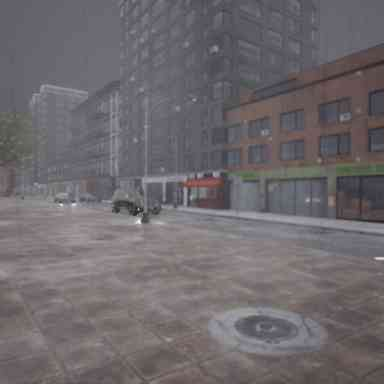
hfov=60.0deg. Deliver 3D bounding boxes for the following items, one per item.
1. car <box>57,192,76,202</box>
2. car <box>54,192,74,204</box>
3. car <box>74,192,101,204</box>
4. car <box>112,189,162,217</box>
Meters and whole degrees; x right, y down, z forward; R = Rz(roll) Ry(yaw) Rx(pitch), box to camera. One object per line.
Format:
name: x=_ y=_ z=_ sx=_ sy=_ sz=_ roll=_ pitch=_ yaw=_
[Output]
car: x=-20.363 y=0.761 z=53.971 sx=1.812 sy=1.442 sz=4.674 roll=0 pitch=0 yaw=-35
car: x=-17.028 y=0.798 z=44.326 sx=1.812 sy=1.442 sz=4.674 roll=0 pitch=0 yaw=-35
car: x=-13.740 y=0.791 z=44.620 sx=2.128 sy=1.511 sz=4.902 roll=0 pitch=0 yaw=-35
car: x=-4.538 y=0.771 z=26.516 sx=2.150 sy=2.045 sz=5.566 roll=0 pitch=1 yaw=-35
